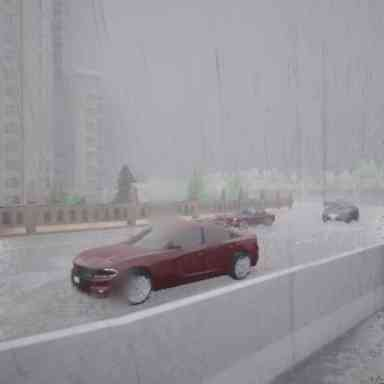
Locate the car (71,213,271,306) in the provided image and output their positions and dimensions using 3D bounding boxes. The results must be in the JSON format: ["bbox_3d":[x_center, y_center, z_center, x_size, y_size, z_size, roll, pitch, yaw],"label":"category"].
[{"bbox_3d":[-0.406,1.503,8.339,5.008,1.535,1.882,0,0,-39],"label":"car"}]

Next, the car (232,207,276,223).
[{"bbox_3d":[3.431,1.664,21.288,1.895,1.301,4.718,0,0,43],"label":"car"}]

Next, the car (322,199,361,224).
[{"bbox_3d":[11.384,1.554,25.226,2.128,1.511,4.902,0,0,38],"label":"car"}]

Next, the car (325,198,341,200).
[{"bbox_3d":[23.814,1.759,57.077,1.882,1.535,5.008,0,-1,17],"label":"car"}]
